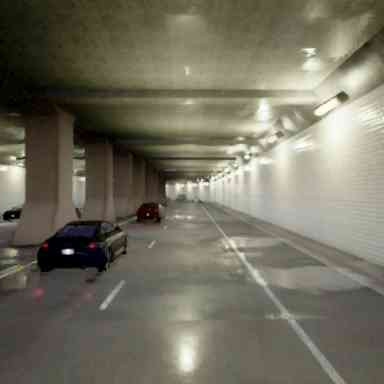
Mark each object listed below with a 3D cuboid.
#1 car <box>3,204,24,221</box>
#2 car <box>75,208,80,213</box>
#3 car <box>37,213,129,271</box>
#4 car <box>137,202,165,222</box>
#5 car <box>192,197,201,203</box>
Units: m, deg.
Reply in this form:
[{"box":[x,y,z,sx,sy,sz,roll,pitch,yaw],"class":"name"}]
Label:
[{"box":[-14.093,1.693,28.165,1.994,1.385,4.181,0,0,0],"class":"car"},{"box":[-10.594,1.687,26.946,1.994,1.385,4.181,0,0,0],"class":"car"},{"box":[-3.399,1.615,11.116,1.994,1.385,4.181,0,0,0],"class":"car"},{"box":[-3.398,1.606,28.087,1.882,1.535,5.008,0,0,0],"class":"car"},{"box":[1.124,1.899,81.376,1.812,1.442,4.674,0,0,-3],"class":"car"}]
